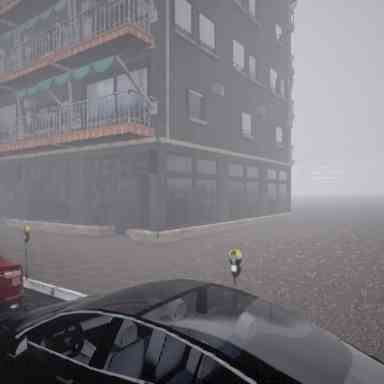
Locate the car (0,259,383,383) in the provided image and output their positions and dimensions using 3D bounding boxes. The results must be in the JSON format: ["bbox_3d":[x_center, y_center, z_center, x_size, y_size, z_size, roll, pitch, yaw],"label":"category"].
[{"bbox_3d":[-0.469,1.566,3.205,4.313,1.339,1.947,0,0,35],"label":"car"}]

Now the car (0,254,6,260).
[{"bbox_3d":[-5.063,1.545,6.470,4.507,1.381,1.887,0,0,35],"label":"car"}]
